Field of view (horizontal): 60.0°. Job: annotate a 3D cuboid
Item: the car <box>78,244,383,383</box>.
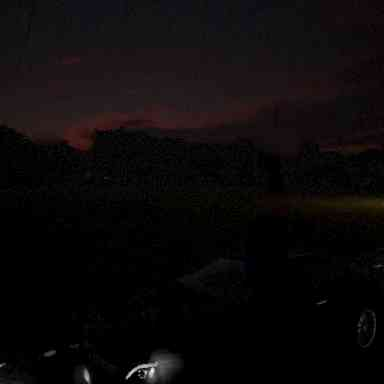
[{"bbox_3d":[0.870,1.524,4.616,4.674,1.442,1.812,0,0,-36],"label":"car"}]
